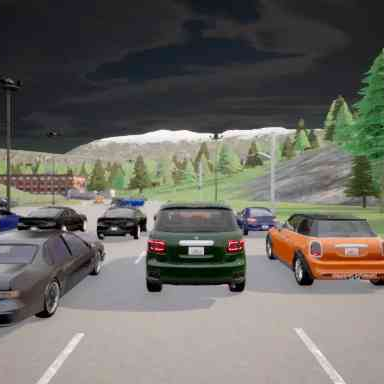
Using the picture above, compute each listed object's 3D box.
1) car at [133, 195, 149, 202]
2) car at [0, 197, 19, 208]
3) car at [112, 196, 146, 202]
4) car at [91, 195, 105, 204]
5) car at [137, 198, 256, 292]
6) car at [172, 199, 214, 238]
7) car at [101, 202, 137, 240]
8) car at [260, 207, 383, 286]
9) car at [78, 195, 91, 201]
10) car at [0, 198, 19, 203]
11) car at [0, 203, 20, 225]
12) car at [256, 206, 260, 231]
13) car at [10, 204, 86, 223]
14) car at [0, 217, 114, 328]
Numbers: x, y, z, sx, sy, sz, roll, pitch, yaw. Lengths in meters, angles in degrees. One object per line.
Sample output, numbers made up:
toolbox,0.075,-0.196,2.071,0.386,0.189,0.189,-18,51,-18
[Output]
car,-11.991,1.540,77.497,2.033,1.411,5.357,0,0,-27
car,-27.887,1.526,48.300,4.674,1.442,1.812,0,0,-1
car,-8.341,1.477,46.292,1.882,1.535,5.008,1,0,30
car,-17.816,1.477,63.373,1.882,1.535,5.008,1,0,-18
car,0.080,1.221,9.057,2.150,2.045,5.566,0,0,0
car,0.017,1.352,18.621,2.097,1.767,4.553,0,0,-1
car,-3.456,1.478,17.158,1.882,1.535,5.008,0,0,0
car,3.578,1.352,9.590,2.097,1.767,4.553,0,0,0
car,-27.382,1.552,87.437,4.181,1.385,1.994,0,0,42
car,-25.686,1.526,44.874,4.674,1.442,1.812,0,0,-2
car,-10.457,1.526,17.369,1.812,1.442,4.674,0,0,-1
car,3.523,1.526,18.445,1.812,1.442,4.674,0,0,-1
car,-6.963,1.478,17.167,1.882,1.535,5.008,0,0,1
car,-3.415,1.547,7.331,2.033,1.411,5.357,0,0,-1
